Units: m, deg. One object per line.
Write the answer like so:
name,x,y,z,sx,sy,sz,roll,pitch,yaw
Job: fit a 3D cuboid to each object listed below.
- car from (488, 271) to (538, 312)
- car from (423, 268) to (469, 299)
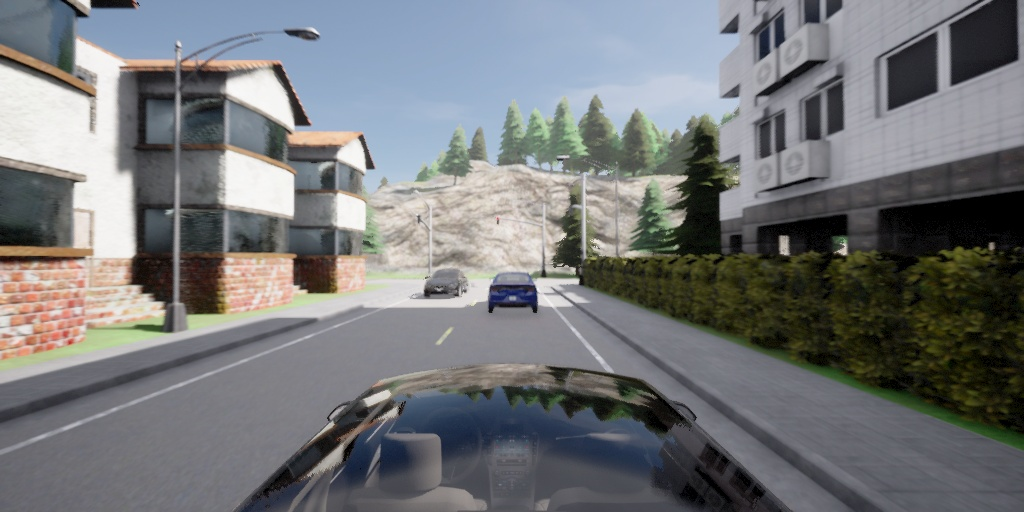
car,0.052,1.377,15.060,1.882,1.535,5.008,0,-1,1
car,-3.540,1.459,19.910,1.837,1.490,4.892,0,-1,1
